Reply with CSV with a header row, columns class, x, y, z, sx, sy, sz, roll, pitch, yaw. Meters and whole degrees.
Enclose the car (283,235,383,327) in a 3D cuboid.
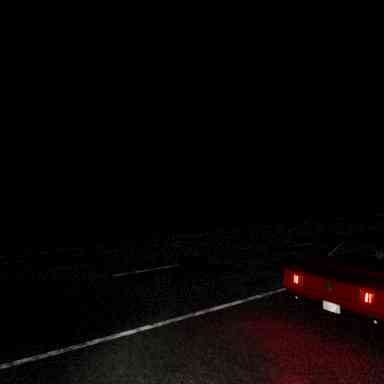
class,x,y,z,sx,sy,sz,roll,pitch,yaw
car,4.051,1.532,6.615,4.718,1.301,1.895,-1,1,-35
